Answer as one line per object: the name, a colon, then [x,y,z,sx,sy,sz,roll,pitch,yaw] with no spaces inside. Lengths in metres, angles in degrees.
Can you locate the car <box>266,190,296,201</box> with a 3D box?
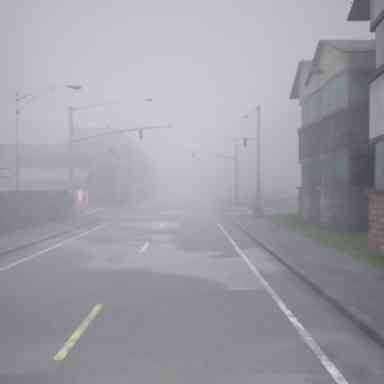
car: [14.266,0.658,52.458,3.806,1.475,1.970,0,1,0]

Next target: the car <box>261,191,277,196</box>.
car: [20.922,0.391,90.209,3.806,1.475,1.970,0,1,0]

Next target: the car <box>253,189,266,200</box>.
car: [13.914,0.510,58.873,5.027,1.636,2.152,0,1,0]

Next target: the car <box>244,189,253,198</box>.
car: [13.857,0.295,71.666,3.866,1.878,1.905,0,1,0]

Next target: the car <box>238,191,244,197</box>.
car: [13.432,0.284,74.570,4.605,1.855,1.932,0,1,0]
